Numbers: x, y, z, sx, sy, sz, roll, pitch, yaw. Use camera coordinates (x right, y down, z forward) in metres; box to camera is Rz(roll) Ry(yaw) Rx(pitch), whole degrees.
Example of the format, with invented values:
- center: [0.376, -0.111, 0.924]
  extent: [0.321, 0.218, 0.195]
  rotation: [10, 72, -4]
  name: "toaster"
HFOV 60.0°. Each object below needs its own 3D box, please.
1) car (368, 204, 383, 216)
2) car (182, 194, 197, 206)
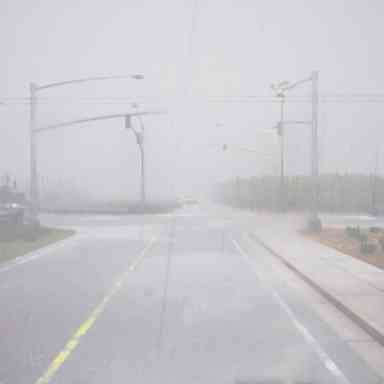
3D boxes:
- center: [16.589, 1.351, 26.838]
  extent: [4.181, 1.385, 1.994]
  rotation: [0, 1, -2]
  name: "car"
- center: [-0.369, 1.094, 47.119]
  extent: [1.882, 1.535, 5.008]
  rotation: [0, 2, -3]
  name: "car"
